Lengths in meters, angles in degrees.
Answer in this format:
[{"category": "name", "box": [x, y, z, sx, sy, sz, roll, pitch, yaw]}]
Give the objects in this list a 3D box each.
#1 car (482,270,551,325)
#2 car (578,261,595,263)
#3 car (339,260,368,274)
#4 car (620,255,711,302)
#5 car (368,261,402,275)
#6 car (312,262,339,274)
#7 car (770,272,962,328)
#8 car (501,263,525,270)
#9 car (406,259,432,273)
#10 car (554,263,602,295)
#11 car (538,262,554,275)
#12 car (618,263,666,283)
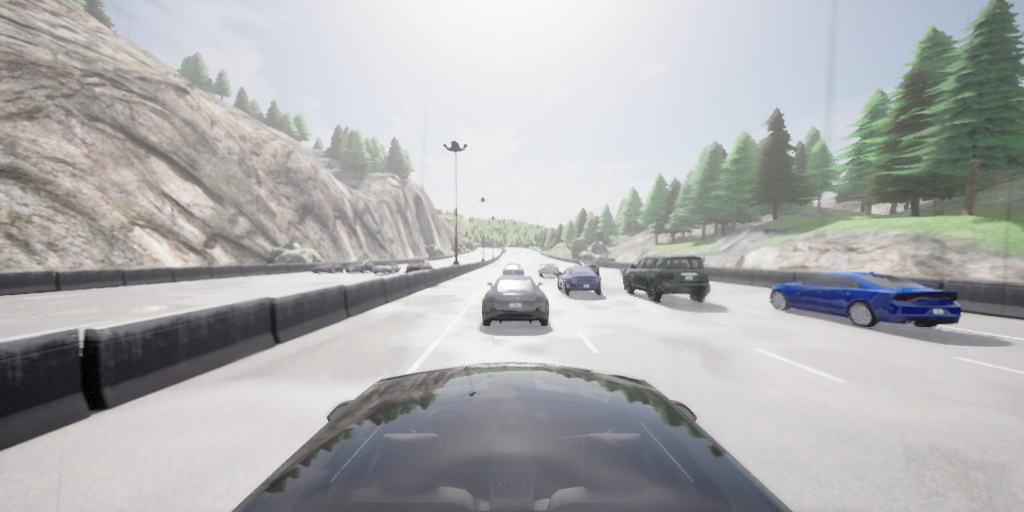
[{"category": "car", "box": [0.100, 1.321, 11.817, 1.994, 1.385, 4.181, 0, 0, 0]}, {"category": "car", "box": [7.103, 1.263, 34.539, 2.128, 1.511, 4.902, 0, 0, 0]}, {"category": "car", "box": [-17.582, 1.270, 41.672, 2.128, 1.511, 4.902, 0, 0, 0]}, {"category": "car", "box": [7.102, 0.981, 17.034, 2.150, 2.045, 5.566, 0, 0, 0]}, {"category": "car", "box": [-14.089, 1.377, 40.492, 1.895, 1.301, 4.718, 0, 0, 0]}, {"category": "car", "box": [-21.080, 1.341, 41.189, 1.994, 1.385, 4.181, 0, 0, 0]}, {"category": "car", "box": [10.600, 1.234, 11.390, 1.882, 1.535, 5.008, 0, 0, 0]}, {"category": "car", "box": [0.103, 1.316, 29.635, 2.033, 1.411, 5.357, 0, 0, 0]}, {"category": "car", "box": [-10.585, 1.128, 41.049, 2.097, 1.767, 4.553, 0, 0, 0]}, {"category": "car", "box": [3.602, 1.288, 19.587, 1.812, 1.442, 4.674, 0, 0, 0]}, {"category": "car", "box": [3.603, 1.298, 35.570, 1.812, 1.442, 4.674, 0, 0, 0]}, {"category": "car", "box": [10.603, 1.316, 29.729, 2.033, 1.411, 5.357, 0, 0, 0]}]
